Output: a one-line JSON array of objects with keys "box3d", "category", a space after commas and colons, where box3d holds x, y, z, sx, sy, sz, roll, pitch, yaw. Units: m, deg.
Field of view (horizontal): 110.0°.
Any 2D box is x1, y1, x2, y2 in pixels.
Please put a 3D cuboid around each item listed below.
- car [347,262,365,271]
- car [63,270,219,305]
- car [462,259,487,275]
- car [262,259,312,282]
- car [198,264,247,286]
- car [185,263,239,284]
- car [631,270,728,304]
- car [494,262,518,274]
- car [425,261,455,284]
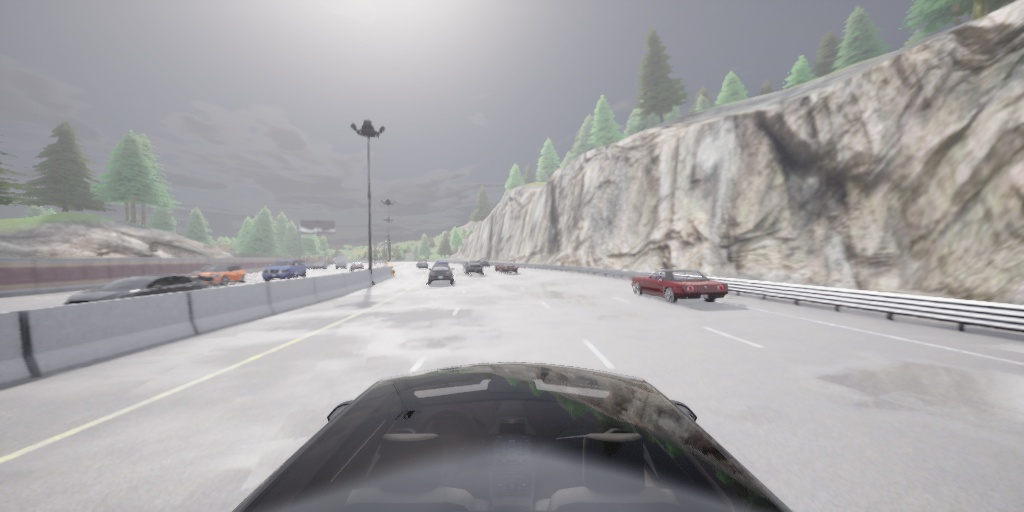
[{"box3d": [-24.744, 1.731, 57.455, 1.994, 1.385, 4.181, -1, 0, -19], "category": "car"}, {"box3d": [-14.611, 1.501, 14.355, 1.837, 1.490, 4.892, -1, 0, -5], "category": "car"}, {"box3d": [-4.401, 1.336, 39.928, 1.837, 1.490, 4.892, 0, 0, -14], "category": "car"}, {"box3d": [-21.063, 1.327, 33.538, 2.150, 2.045, 5.566, -1, 0, -13], "category": "car"}, {"box3d": [-23.756, 1.502, 29.223, 2.097, 1.767, 4.553, -1, 0, -12], "category": "car"}, {"box3d": [-28.418, 1.580, 34.209, 2.097, 1.767, 4.553, -1, 0, -13], "category": "car"}, {"box3d": [6.982, 1.239, 15.641, 1.895, 1.301, 4.718, -1, 0, -6], "category": "car"}, {"box3d": [-0.779, 1.373, 42.309, 1.895, 1.301, 4.718, -1, 0, -16], "category": "car"}, {"box3d": [-5.492, 1.372, 27.869, 1.812, 1.442, 4.674, -1, 0, -10], "category": "car"}]
